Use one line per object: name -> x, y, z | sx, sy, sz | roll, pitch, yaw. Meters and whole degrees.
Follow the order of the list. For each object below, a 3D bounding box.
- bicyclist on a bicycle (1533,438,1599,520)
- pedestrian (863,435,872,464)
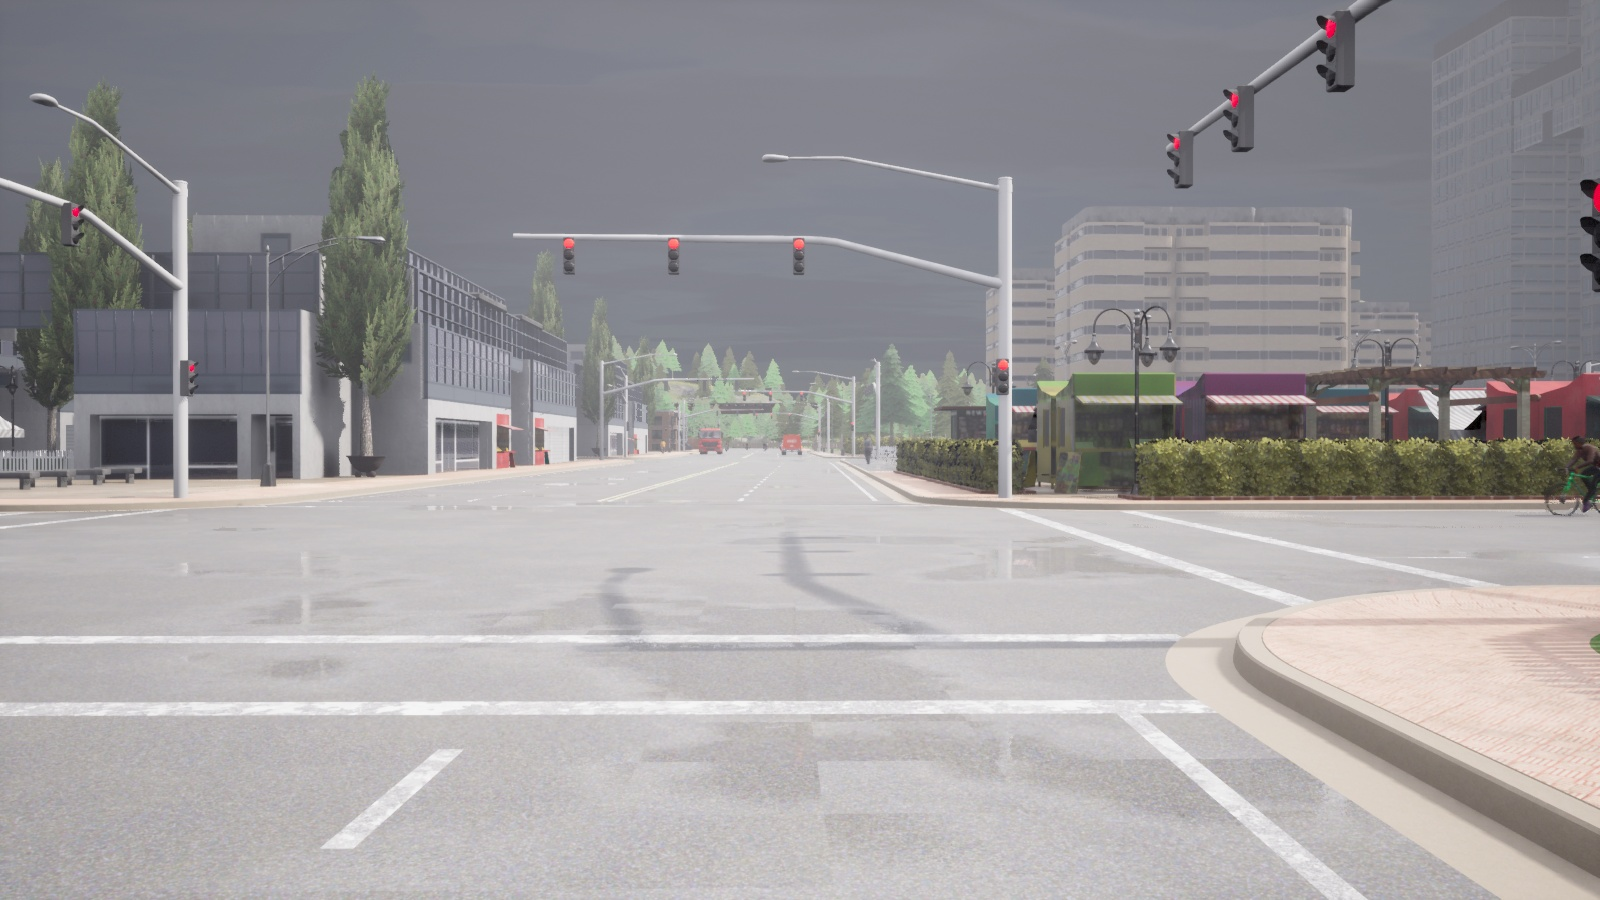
bicyclist on a bicycle -> 15.678, 0.570, 25.168 | 1.656, 1.620, 0.582 | 0, 0, -1
pedestrian -> 4.207, -0.031, 77.876 | 0.540, 1.848, 0.694 | 0, 0, 1
